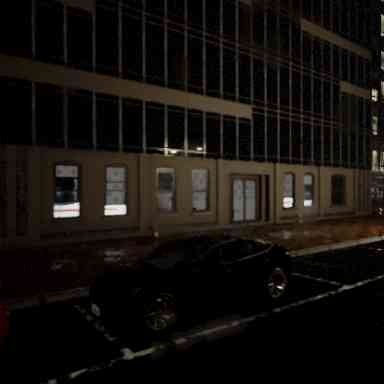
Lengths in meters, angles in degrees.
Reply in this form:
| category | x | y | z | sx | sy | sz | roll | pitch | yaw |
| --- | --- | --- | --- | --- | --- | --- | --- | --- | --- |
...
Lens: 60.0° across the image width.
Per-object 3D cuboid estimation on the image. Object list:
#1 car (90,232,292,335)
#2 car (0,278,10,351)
| category | x | y | z | sx | sy | sz | roll | pitch | yaw |
| --- | --- | --- | --- | --- | --- | --- | --- | --- | --- |
| car | 0.202 | 1.539 | 6.701 | 4.313 | 1.339 | 1.947 | 0 | 0 | -36 |
| car | -4.432 | 1.557 | 3.395 | 4.507 | 1.381 | 1.887 | 0 | 0 | -36 |
